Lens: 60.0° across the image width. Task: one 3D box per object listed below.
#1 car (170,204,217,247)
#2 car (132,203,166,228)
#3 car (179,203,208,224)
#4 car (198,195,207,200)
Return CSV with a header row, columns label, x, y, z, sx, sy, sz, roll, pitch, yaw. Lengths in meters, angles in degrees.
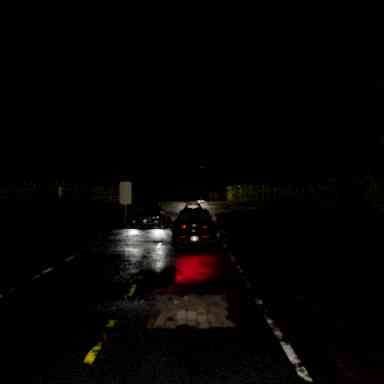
label,x,y,z,sx,sy,sz,roll,pitch,yaw
car,0.093,1.507,14.929,1.837,1.490,4.892,0,0,0
car,-2.824,1.510,22.440,1.837,1.490,4.892,0,0,0
car,0.089,1.569,25.323,1.994,1.385,4.181,0,0,0
car,2.841,1.601,92.638,2.128,1.511,4.902,0,0,13
